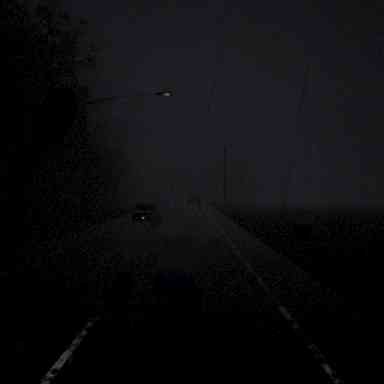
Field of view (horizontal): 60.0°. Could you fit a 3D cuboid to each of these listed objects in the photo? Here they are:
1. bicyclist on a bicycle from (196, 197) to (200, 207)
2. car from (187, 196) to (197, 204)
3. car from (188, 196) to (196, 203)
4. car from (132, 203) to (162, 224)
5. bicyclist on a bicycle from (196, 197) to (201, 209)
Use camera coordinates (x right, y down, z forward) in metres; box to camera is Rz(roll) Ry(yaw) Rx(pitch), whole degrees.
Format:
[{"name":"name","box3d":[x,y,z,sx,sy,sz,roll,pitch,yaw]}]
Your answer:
[{"name":"bicyclist on a bicycle","box3d":[0.984,1.677,55.476,0.582,1.620,1.656,0,-1,0]},{"name":"car","box3d":[0.028,1.643,71.294,2.097,1.767,4.553,0,0,0]},{"name":"car","box3d":[0.031,1.760,81.373,1.837,1.490,4.892,0,0,0]},{"name":"car","box3d":[-3.391,1.595,25.552,2.128,1.511,4.902,0,0,0]},{"name":"bicyclist on a bicycle","box3d":[0.982,1.559,46.690,0.659,1.776,1.843,0,0,0]}]
